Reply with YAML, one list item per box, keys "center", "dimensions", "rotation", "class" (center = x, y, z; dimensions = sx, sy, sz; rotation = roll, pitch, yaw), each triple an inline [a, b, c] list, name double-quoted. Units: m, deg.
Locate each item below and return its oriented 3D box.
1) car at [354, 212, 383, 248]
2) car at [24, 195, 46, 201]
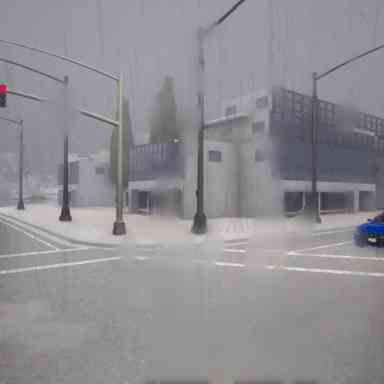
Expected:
- center: [8.833, 1.543, 14.160]
  dimensions: [5.008, 1.535, 1.882]
  rotation: [0, 0, -37]
  class: "car"
- center: [-39.378, 1.440, 83.438]
  dimensions: [5.357, 1.411, 2.033]
  rotation: [0, 0, 9]
  class: "car"
